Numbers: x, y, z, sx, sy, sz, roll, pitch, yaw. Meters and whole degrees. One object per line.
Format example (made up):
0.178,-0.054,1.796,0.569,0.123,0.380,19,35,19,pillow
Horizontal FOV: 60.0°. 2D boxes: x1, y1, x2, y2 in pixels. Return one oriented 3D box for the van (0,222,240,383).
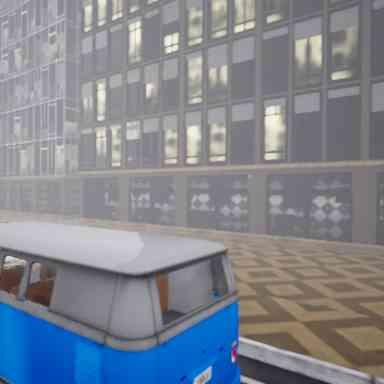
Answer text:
-1.417,1.320,3.880,3.998,1.788,1.690,0,1,36,van
